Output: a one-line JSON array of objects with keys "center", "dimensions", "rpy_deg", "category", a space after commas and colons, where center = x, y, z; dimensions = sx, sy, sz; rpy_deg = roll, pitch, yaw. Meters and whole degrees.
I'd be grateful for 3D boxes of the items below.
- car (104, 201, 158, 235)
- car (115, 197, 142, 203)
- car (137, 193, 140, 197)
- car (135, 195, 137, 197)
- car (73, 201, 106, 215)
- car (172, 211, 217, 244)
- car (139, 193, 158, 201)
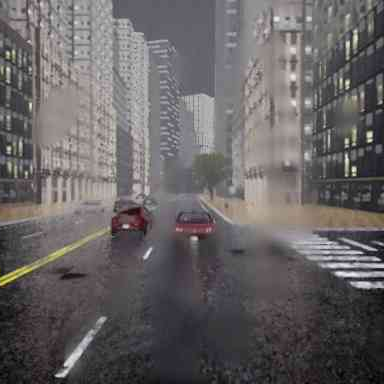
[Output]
[{"center": [-3.151, 1.446, 18.192], "dimensions": [1.812, 1.442, 4.674], "rpy_deg": [0, 1, 0], "category": "car"}, {"center": [-6.593, 1.462, 33.519], "dimensions": [1.994, 1.385, 4.181], "rpy_deg": [0, 0, 0], "category": "car"}, {"center": [-9.745, 0.923, 64.015], "dimensions": [1.837, 1.490, 4.892], "rpy_deg": [0, 0, 0], "category": "car"}, {"center": [-9.826, 1.454, 48.601], "dimensions": [1.895, 1.301, 4.718], "rpy_deg": [0, 0, 0], "category": "car"}, {"center": [-9.846, 1.503, 32.205], "dimensions": [1.895, 1.301, 4.718], "rpy_deg": [0, 0, 0], "category": "car"}, {"center": [0.114, 1.562, 15.748], "dimensions": [1.895, 1.301, 4.718], "rpy_deg": [1, 1, 0], "category": "car"}, {"center": [-6.562, 1.333, 52.733], "dimensions": [2.128, 1.511, 4.902], "rpy_deg": [0, 0, 0], "category": "car"}]
